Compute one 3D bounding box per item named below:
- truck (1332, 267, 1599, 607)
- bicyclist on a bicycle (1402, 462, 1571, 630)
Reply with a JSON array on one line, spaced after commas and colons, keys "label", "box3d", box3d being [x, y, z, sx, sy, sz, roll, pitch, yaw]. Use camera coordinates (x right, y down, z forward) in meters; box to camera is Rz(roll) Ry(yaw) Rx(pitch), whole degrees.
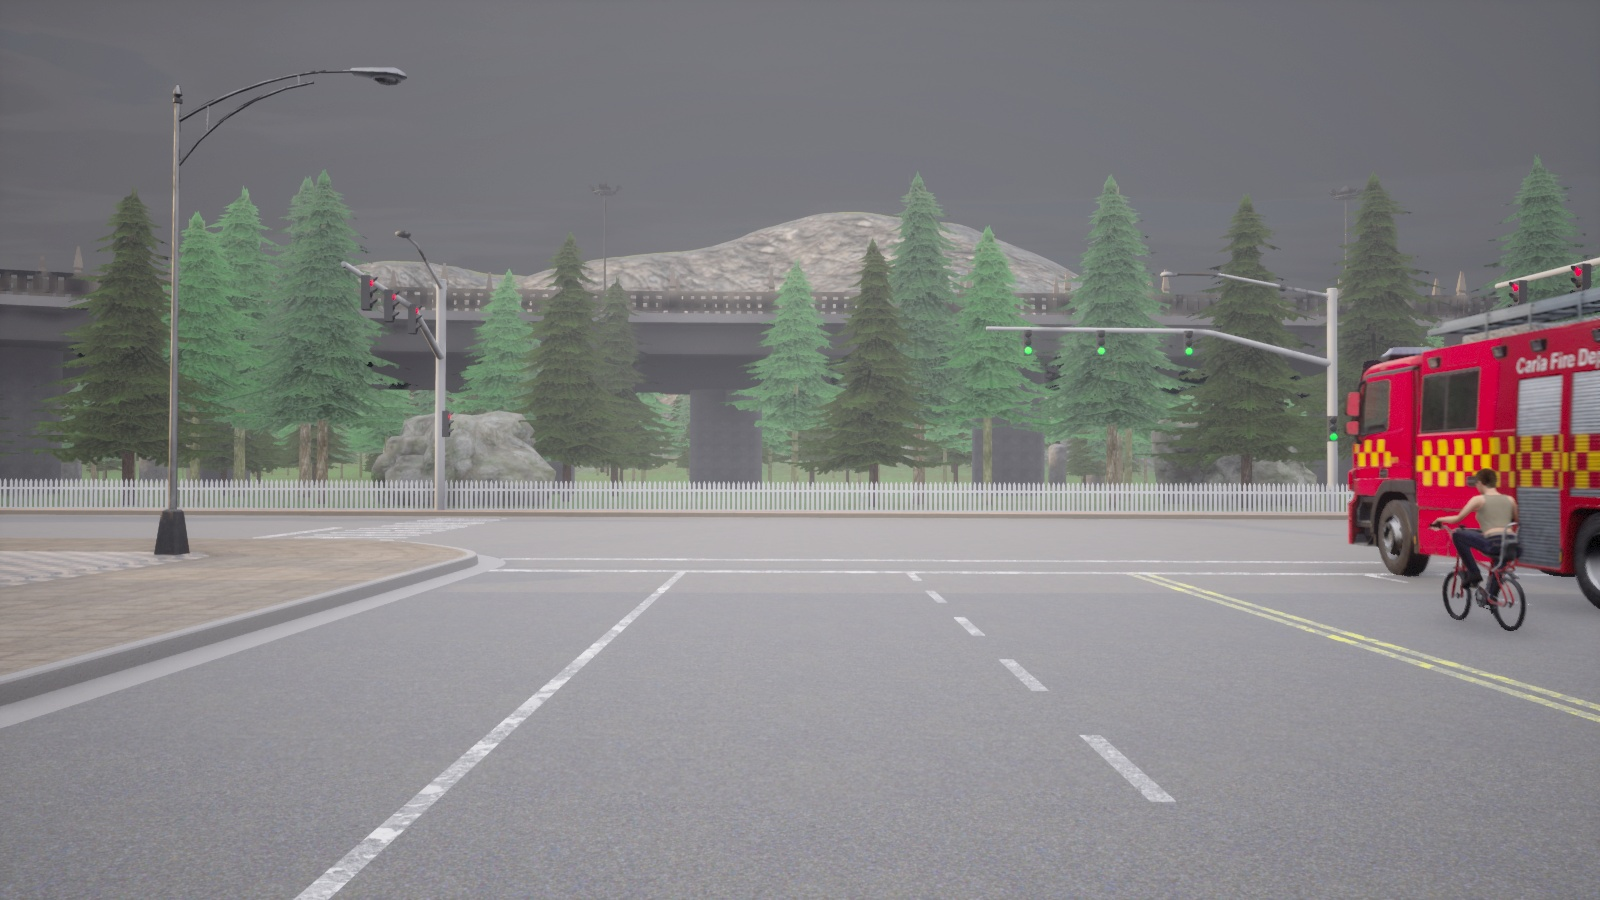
[{"label": "truck", "box3d": [10.454, -0.107, 16.971, 2.891, 3.827, 8.468, 0, -1, 0]}, {"label": "bicyclist on a bicycle", "box3d": [6.974, 0.939, 12.850, 0.866, 1.612, 1.509, 0, -1, -1]}]
